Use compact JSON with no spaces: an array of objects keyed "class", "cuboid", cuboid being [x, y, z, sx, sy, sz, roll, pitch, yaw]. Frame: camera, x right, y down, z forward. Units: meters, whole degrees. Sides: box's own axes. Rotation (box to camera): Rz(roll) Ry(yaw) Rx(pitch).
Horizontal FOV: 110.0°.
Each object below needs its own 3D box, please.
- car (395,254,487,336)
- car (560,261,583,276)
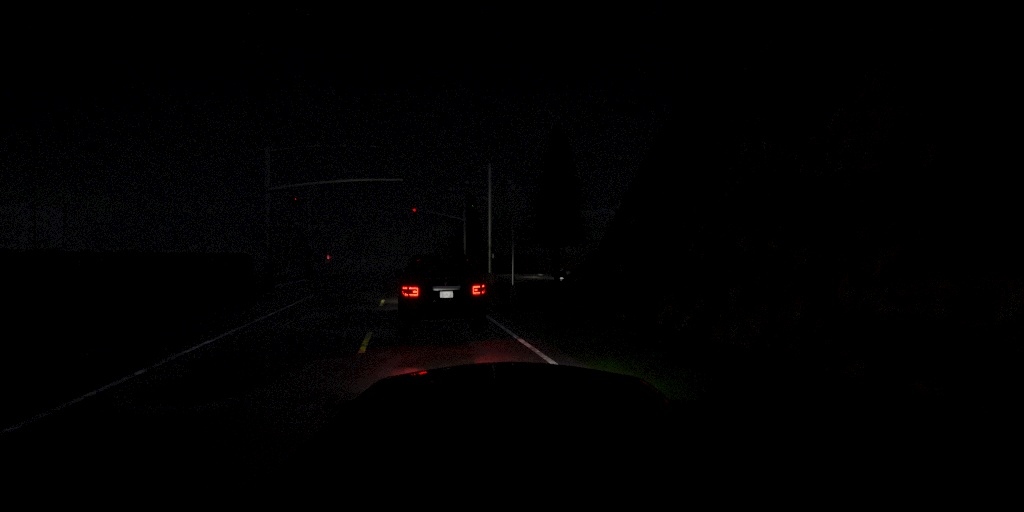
[{"class":"car","cuboid":[-2.256,0.971,10.740,2.150,2.045,5.566,0,0,-17]},{"class":"car","cuboid":[6.571,1.228,35.306,5.008,1.535,1.882,0,0,-19]}]
